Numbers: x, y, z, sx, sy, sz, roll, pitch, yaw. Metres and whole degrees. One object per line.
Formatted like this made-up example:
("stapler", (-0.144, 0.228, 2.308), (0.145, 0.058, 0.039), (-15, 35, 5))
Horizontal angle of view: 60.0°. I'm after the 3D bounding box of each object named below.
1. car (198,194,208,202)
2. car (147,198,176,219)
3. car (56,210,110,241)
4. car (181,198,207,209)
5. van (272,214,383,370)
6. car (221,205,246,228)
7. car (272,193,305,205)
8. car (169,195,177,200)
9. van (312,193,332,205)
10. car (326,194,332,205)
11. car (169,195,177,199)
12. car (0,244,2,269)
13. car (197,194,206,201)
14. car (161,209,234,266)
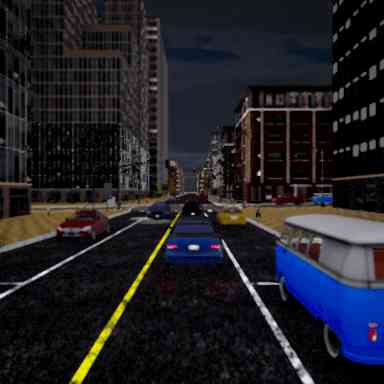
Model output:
("car", (2.582, 1.386, 77.084), (2.192, 1.841, 5.009), (0, 0, 0))
("car", (-2.809, 1.573, 29.682), (2.033, 1.411, 5.357), (0, 0, 0))
("car", (-5.312, 1.596, 16.710), (1.802, 1.307, 4.206), (0, 0, 0))
("car", (0.085, 1.530, 29.407), (1.837, 1.490, 4.892), (0, 0, 0))
("van", (2.565, 1.346, 5.591), (1.690, 1.788, 3.998), (0, 0, 0))
("car", (2.569, 1.545, 22.437), (1.752, 1.417, 4.829), (0, 0, 0))
("car", (15.326, 1.140, 52.625), (5.009, 1.841, 2.192), (-1, 1, -1))
("car", (-5.293, 1.633, 93.865), (1.887, 1.381, 4.507), (0, 0, 0))
("van", (20.982, 1.096, 52.684), (3.998, 1.788, 1.690), (-1, 1, -1))
("car", (21.090, 1.308, 44.807), (4.507, 1.381, 1.887), (-1, 1, -1))
("car", (-5.295, 1.633, 88.272), (2.008, 1.369, 4.403), (0, 0, 0))
("car", (-5.316, 1.320, 5.593), (2.192, 1.841, 5.009), (0, 0, 0))
("car", (2.585, 1.398, 88.270), (2.192, 1.841, 5.009), (0, 0, 0))
("car", (0.068, 1.558, 11.599), (2.033, 1.411, 5.357), (0, 0, 0))
